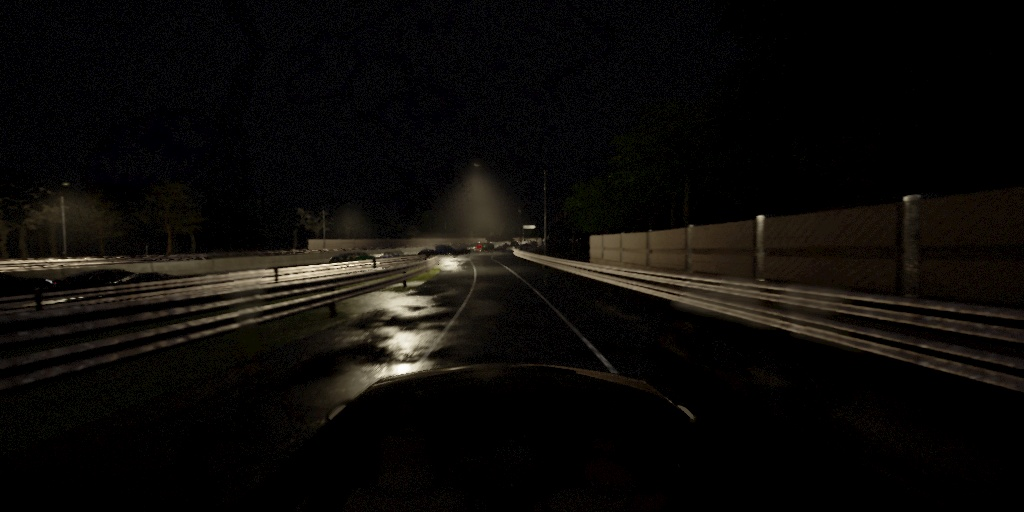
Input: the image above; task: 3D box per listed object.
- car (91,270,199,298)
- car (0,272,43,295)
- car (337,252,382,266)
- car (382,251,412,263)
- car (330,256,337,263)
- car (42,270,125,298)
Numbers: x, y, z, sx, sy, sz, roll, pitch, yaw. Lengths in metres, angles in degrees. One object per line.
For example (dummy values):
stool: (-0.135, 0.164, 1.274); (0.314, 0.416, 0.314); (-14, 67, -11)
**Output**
car: (-21.494, 1.672, 21.487); (1.994, 1.385, 4.181); (0, 3, 15)
car: (-29.156, 1.637, 20.017); (2.097, 1.767, 4.553); (0, 3, 15)
car: (-18.825, 0.246, 44.452); (2.097, 1.767, 4.553); (0, 3, 15)
car: (-14.776, 0.111, 45.980); (2.097, 1.767, 4.553); (0, 3, 15)
car: (-21.738, 0.367, 47.063); (1.994, 1.385, 4.181); (0, 3, 15)
car: (-24.870, 1.597, 22.410); (1.837, 1.490, 4.892); (0, 3, 15)
